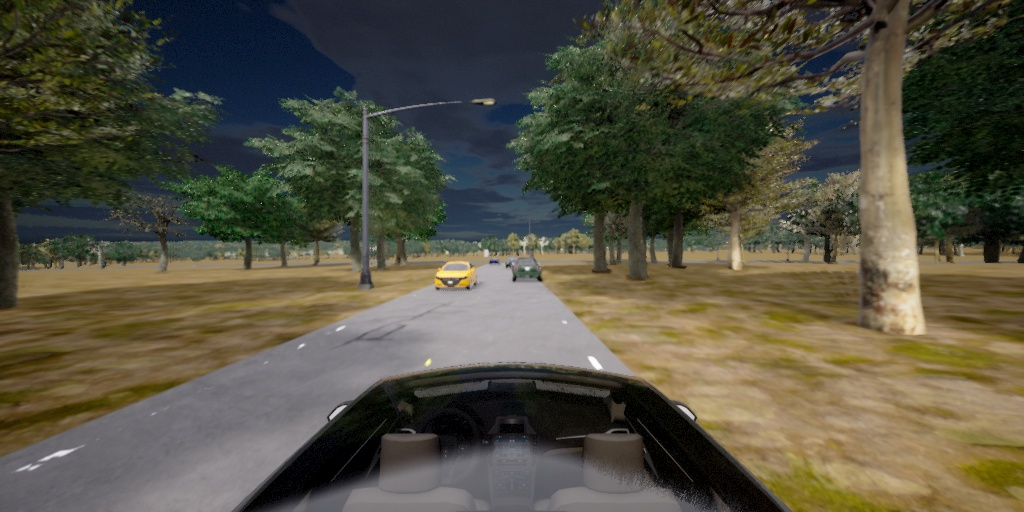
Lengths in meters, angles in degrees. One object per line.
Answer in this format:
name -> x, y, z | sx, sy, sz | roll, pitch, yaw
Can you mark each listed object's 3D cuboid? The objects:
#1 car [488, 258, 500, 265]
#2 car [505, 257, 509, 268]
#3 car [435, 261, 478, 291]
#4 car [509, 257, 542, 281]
car -> -3.030, 0.962, 62.341 | 1.895, 1.301, 4.718 | 0, 0, 0
car -> 0.012, 0.993, 49.727 | 1.895, 1.301, 4.718 | 0, 0, 0
car -> -3.094, 1.044, 20.534 | 1.882, 1.535, 5.008 | 0, 0, 0
car -> 1.044, 0.875, 26.588 | 2.097, 1.767, 4.553 | 0, 0, 0
